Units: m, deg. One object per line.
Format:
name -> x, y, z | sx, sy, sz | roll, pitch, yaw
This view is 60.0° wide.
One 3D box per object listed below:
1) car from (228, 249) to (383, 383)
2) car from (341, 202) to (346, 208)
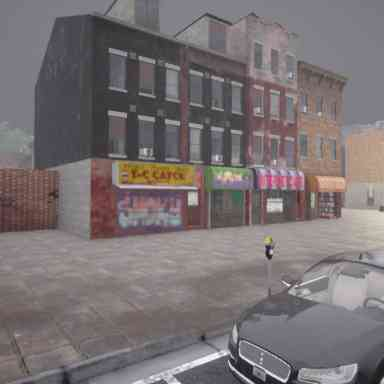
car -> 2.444, 1.553, 4.541 | 4.403, 1.369, 2.008 | 0, 0, -35
car -> 16.807, 1.475, 42.168 | 1.895, 1.301, 4.718 | 0, 0, -36
